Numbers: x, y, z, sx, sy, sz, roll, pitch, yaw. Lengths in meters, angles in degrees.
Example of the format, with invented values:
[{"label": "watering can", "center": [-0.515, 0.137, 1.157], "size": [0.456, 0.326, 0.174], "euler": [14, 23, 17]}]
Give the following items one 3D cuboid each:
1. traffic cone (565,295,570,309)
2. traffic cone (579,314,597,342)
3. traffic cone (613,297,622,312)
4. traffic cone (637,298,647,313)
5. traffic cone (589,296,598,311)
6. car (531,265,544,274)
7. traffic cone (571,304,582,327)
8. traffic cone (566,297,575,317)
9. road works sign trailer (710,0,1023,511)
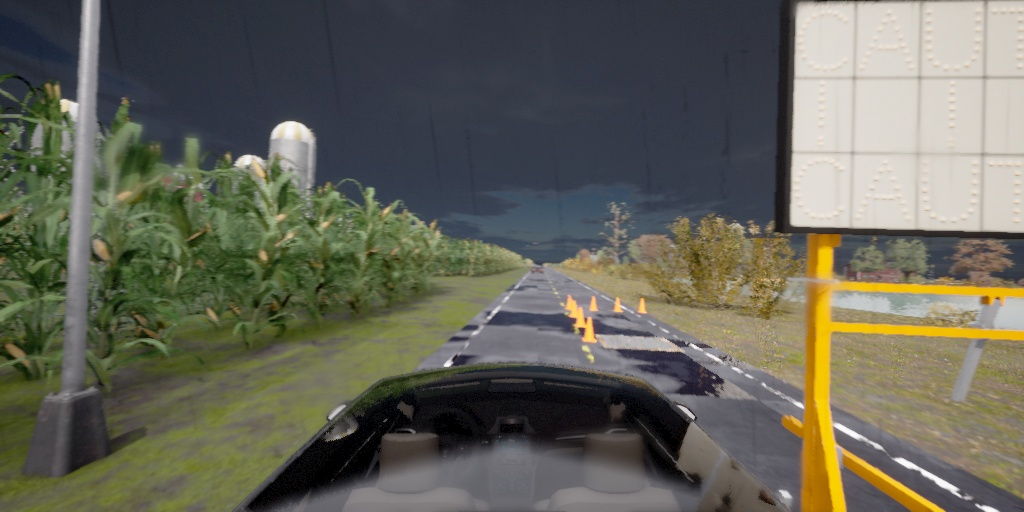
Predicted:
[{"label": "traffic cone", "center": [2.422, 1.948, 15.164], "size": [0.340, 0.580, 0.340], "euler": [0, 0, 4]}, {"label": "traffic cone", "center": [1.969, 1.861, 9.182], "size": [0.340, 0.580, 0.340], "euler": [0, 0, 4]}, {"label": "traffic cone", "center": [4.415, 2.016, 15.012], "size": [0.340, 0.580, 0.340], "euler": [0, 0, 4]}, {"label": "traffic cone", "center": [5.412, 2.050, 14.936], "size": [0.340, 0.580, 0.340], "euler": [0, 0, 4]}, {"label": "traffic cone", "center": [3.419, 1.982, 15.088], "size": [0.340, 0.580, 0.340], "euler": [0, 0, 4]}, {"label": "car", "center": [4.141, 2.173, 58.478], "size": [1.994, 1.385, 4.181], "euler": [2, -1, 4]}, {"label": "traffic cone", "center": [2.120, 1.890, 11.176], "size": [0.340, 0.580, 0.340], "euler": [0, 0, 4]}, {"label": "traffic cone", "center": [2.271, 1.919, 13.170], "size": [0.340, 0.580, 0.340], "euler": [0, 0, 4]}, {"label": "road works sign trailer", "center": [2.604, 0.310, 2.114], "size": [2.380, 3.560, 2.880], "euler": [0, 0, 4]}]
